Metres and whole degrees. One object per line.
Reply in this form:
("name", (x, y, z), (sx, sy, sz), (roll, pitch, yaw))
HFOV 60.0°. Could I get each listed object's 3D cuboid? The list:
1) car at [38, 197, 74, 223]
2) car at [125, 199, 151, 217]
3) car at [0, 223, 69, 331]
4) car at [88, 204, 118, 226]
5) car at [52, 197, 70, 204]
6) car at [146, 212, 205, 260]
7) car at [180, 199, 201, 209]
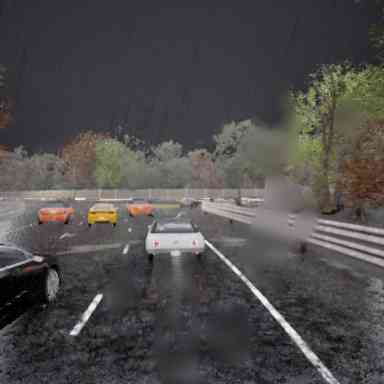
("car", (-10.476, 1.502, 25.926), (2.097, 1.767, 4.553), (0, 0, -14))
("car", (-5.446, 1.514, 33.375), (2.097, 1.767, 4.553), (0, 0, -17))
("car", (-3.692, 1.529, 5.291), (2.128, 1.511, 4.902), (0, 0, -2))
("car", (-6.579, 1.608, 24.705), (1.882, 1.535, 5.008), (0, 0, -13))
("car", (-29.980, 1.963, 76.133), (2.128, 1.511, 4.902), (0, 0, -44))
("car", (-0.732, 1.658, 12.729), (1.895, 1.301, 4.718), (0, 0, -6))
("car", (-0.166, 1.698, 48.769), (2.128, 1.511, 4.902), (0, 0, 20))
